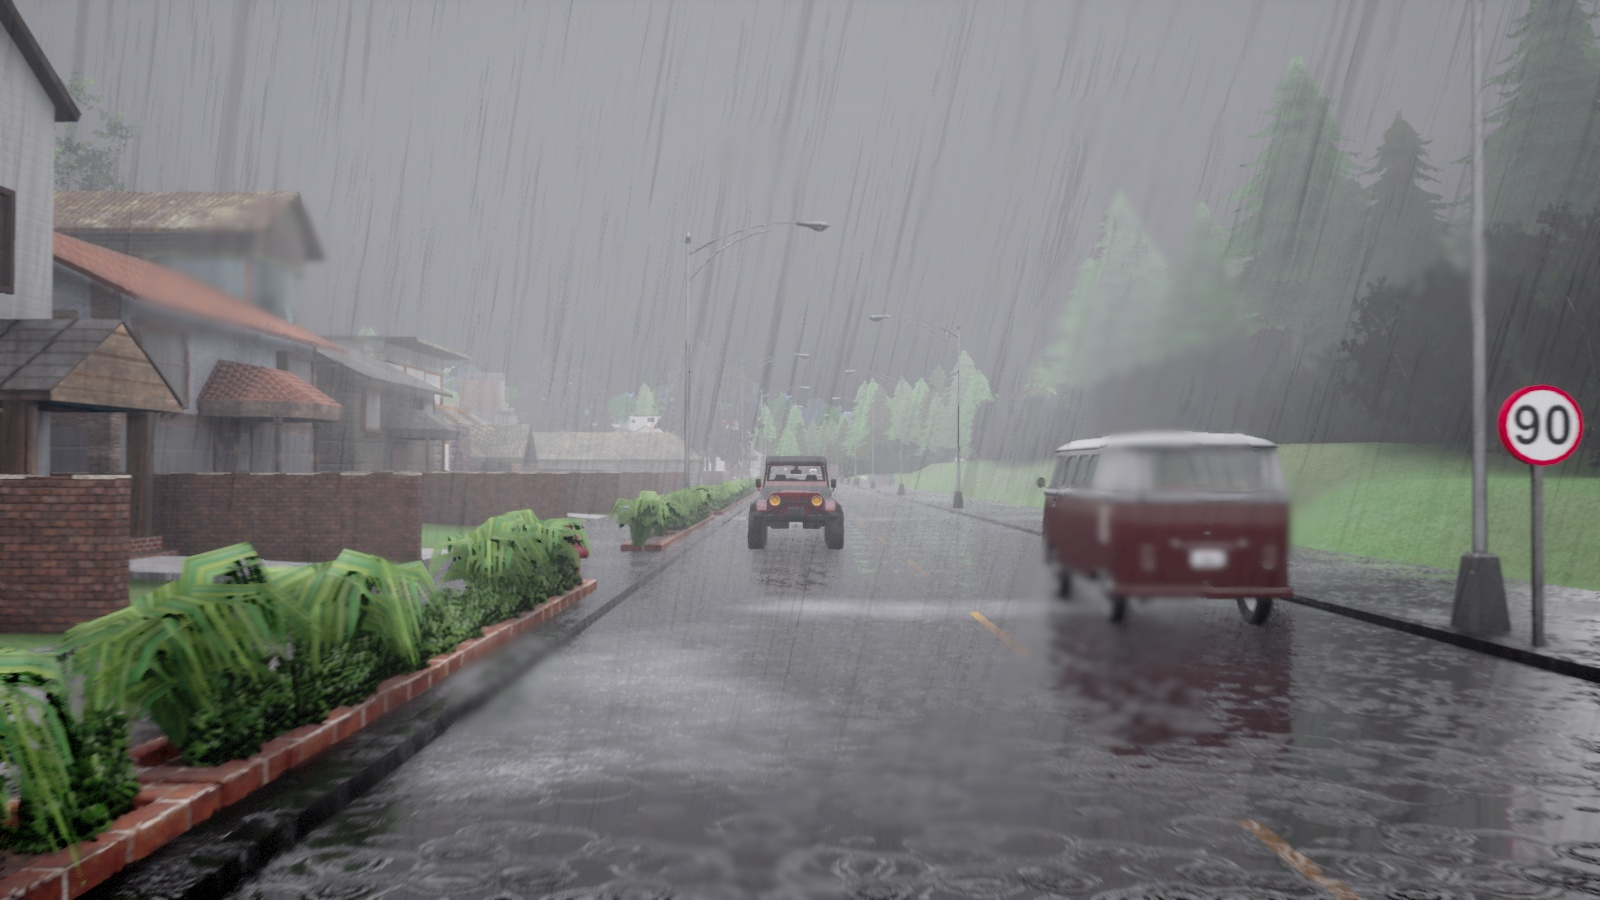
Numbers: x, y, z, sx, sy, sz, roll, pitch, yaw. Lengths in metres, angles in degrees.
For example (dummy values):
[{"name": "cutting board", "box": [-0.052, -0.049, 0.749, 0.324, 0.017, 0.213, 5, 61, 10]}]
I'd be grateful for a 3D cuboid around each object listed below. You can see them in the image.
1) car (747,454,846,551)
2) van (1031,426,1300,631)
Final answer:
[{"name": "car", "box": [-0.081, 1.051, 26.219, 1.905, 1.878, 3.866, 0, -1, 0]}, {"name": "van", "box": [3.955, 0.793, 14.413, 1.775, 1.987, 4.442, 0, -1, 0]}]
